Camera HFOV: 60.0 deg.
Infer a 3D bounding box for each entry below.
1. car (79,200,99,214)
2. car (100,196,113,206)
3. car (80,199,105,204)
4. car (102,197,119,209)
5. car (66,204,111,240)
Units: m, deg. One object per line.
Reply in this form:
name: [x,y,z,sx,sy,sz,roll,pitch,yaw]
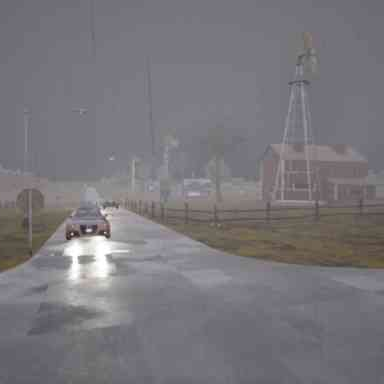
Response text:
car: [-11.776,1.635,38.037,1.994,1.385,4.181,0,0,-17]
car: [-15.613,1.635,60.411,2.097,1.767,4.553,0,-1,-17]
car: [-8.559,1.562,27.540,2.033,1.411,5.357,0,0,-17]
car: [-11.796,1.503,48.023,2.097,1.767,4.553,0,-1,-16]
car: [-5.271,1.551,16.882,1.994,1.385,4.181,0,0,-18]
